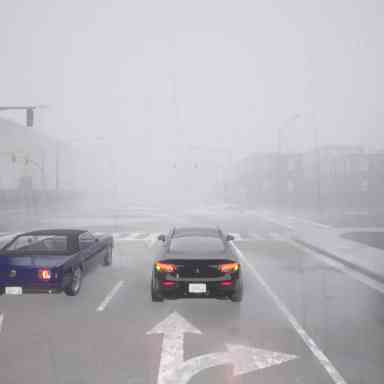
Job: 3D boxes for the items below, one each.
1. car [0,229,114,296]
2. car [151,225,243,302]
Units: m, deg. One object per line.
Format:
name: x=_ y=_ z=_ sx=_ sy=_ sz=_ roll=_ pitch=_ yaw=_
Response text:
car: x=-3.398 y=1.601 z=8.591 sx=1.895 sy=1.301 sz=4.718 roll=0 pitch=0 yaw=0
car: x=0.100 y=1.526 z=8.158 sx=1.812 sy=1.442 sz=4.674 roll=0 pitch=0 yaw=0
